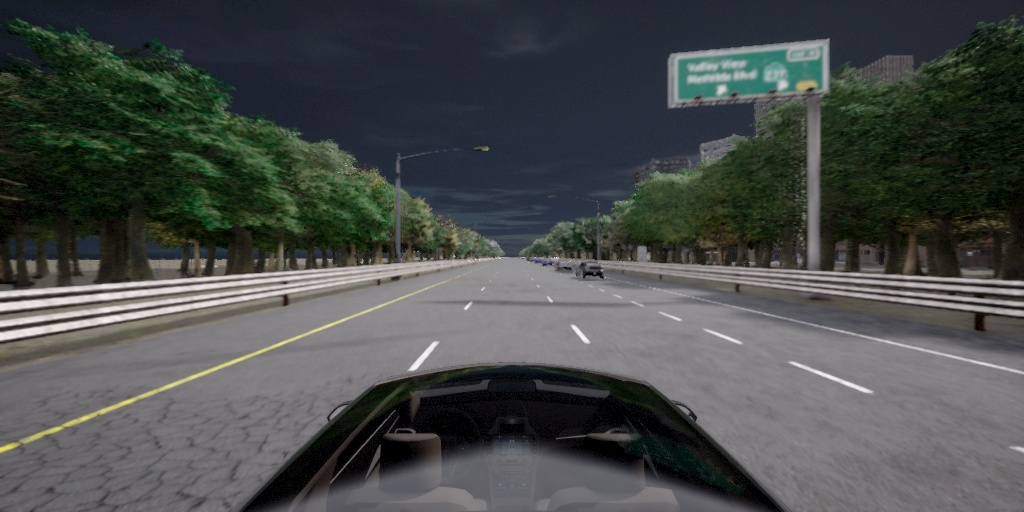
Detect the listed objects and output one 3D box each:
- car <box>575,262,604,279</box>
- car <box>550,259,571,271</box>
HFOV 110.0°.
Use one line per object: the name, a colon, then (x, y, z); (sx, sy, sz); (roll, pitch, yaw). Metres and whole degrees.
car: (6.996, 1.271, 32.711); (1.837, 1.490, 4.892); (0, 0, 0)
car: (6.993, 1.314, 49.649); (2.033, 1.411, 5.357); (0, 0, 0)
